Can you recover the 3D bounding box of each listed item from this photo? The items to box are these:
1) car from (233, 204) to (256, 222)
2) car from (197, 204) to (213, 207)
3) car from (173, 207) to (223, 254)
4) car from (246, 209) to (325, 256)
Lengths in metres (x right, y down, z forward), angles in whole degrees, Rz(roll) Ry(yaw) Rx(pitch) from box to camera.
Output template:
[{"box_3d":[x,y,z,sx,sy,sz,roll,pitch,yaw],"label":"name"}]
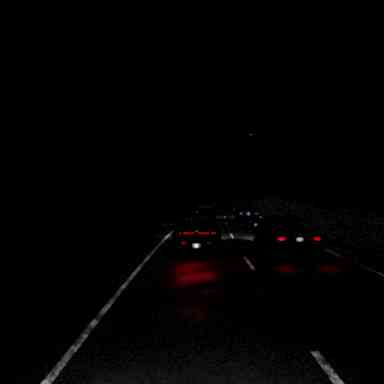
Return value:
[{"box_3d":[4.610,1.758,28.455,2.033,1.411,5.357,0,0,5],"label":"car"},{"box_3d":[1.163,1.748,29.145,1.812,1.442,4.674,0,0,5],"label":"car"},{"box_3d":[0.249,1.639,14.165,1.837,1.490,4.892,0,0,2],"label":"car"},{"box_3d":[3.729,1.667,13.718,2.033,1.411,5.357,0,0,2],"label":"car"}]
